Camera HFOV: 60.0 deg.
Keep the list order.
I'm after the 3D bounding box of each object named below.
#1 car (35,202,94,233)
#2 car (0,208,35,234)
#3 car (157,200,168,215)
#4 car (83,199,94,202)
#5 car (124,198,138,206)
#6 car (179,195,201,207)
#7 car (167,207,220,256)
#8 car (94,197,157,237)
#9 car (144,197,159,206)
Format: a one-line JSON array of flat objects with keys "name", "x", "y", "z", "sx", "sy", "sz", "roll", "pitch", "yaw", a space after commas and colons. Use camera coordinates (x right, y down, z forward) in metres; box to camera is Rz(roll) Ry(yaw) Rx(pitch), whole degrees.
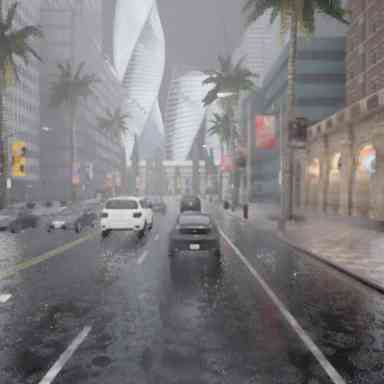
[{"name": "car", "x": -7.180, "y": 1.574, "z": 20.189, "sx": 2.128, "sy": 1.511, "sz": 4.902, "roll": 0, "pitch": 0, "yaw": -1}, {"name": "car", "x": -10.674, "y": 1.645, "z": 19.683, "sx": 1.994, "sy": 1.385, "sz": 4.181, "roll": 0, "pitch": 0, "yaw": -1}, {"name": "car", "x": -3.663, "y": 1.635, "z": 35.664, "sx": 2.128, "sy": 1.511, "sz": 4.902, "roll": 0, "pitch": 0, "yaw": -1}, {"name": "car", "x": -13.967, "y": 1.666, "z": 45.649, "sx": 2.231, "sy": 1.521, "sz": 4.892, "roll": 0, "pitch": 0, "yaw": -1}, {"name": "car", "x": -11.081, "y": 1.770, "z": 60.630, "sx": 1.812, "sy": 1.442, "sz": 4.674, "roll": 0, "pitch": 0, "yaw": 0}, {"name": "car", "x": -0.166, "y": 1.366, "z": 36.060, "sx": 2.150, "sy": 2.045, "sz": 5.566, "roll": 0, "pitch": 0, "yaw": -1}, {"name": "car", "x": 0.077, "y": 1.559, "z": 13.374, "sx": 1.837, "sy": 1.490, "sz": 4.892, "roll": 0, "pitch": 0, "yaw": 0}, {"name": "car", "x": -3.468, "y": 1.296, "z": 18.594, "sx": 2.150, "sy": 2.045, "sz": 5.566, "roll": 0, "pitch": 0, "yaw": -1}, {"name": "car", "x": -7.606, "y": 1.748, "z": 62.584, "sx": 2.128, "sy": 1.511, "sz": 4.902, "roll": 0, "pitch": 0, "yaw": 0}]
